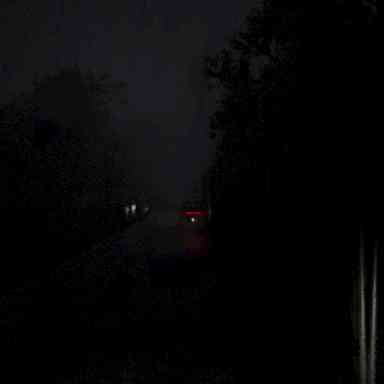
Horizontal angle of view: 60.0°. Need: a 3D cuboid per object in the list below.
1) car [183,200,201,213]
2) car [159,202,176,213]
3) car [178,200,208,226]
[{"bbox_3d":[-0.018,1.766,42.155,2.128,1.511,4.902,0,-1,0],"label":"car"},{"bbox_3d":[-2.954,1.857,41.083,1.895,1.301,4.718,0,-1,0],"label":"car"},{"bbox_3d":[0.058,1.551,23.877,1.837,1.490,4.892,0,0,0],"label":"car"}]
